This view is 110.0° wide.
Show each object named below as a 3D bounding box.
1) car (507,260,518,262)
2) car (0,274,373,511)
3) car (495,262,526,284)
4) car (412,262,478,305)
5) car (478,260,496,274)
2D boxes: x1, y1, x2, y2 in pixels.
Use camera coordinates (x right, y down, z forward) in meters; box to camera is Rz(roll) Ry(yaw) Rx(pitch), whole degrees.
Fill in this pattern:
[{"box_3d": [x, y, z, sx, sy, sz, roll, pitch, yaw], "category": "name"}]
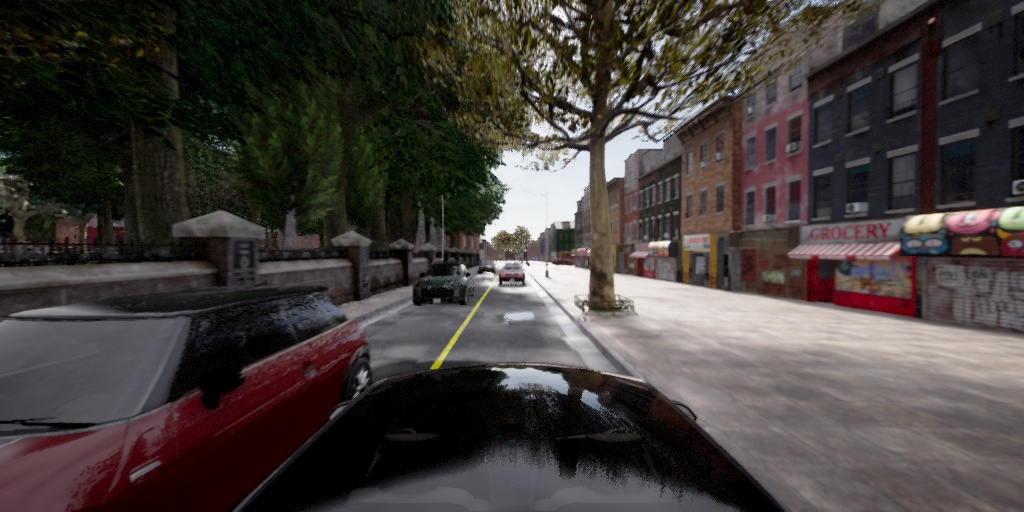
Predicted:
[{"box_3d": [0.069, 1.239, 45.197, 2.128, 1.511, 4.902, 0, 0, 0], "category": "car"}, {"box_3d": [-2.846, 1.100, 2.741, 2.097, 1.767, 4.553, 0, 0, 0], "category": "car"}, {"box_3d": [0.021, 1.341, 26.390, 1.895, 1.301, 4.718, 0, 0, 1], "category": "car"}, {"box_3d": [-2.843, 1.091, 15.723, 2.097, 1.767, 4.553, 0, 0, -1], "category": "car"}, {"box_3d": [-2.770, 1.253, 40.797, 1.837, 1.490, 4.892, 0, 0, 0], "category": "car"}]
